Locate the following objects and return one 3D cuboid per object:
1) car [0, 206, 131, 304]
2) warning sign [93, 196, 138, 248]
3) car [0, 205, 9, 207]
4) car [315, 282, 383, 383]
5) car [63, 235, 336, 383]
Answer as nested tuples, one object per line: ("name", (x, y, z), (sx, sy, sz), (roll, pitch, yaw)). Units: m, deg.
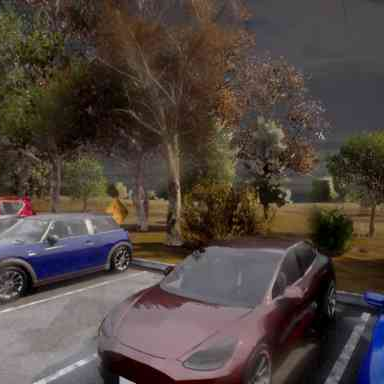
("car", (-3.681, 1.355, 8.425), (2.185, 1.767, 4.553), (0, 0, 35))
("warning sign", (-2.985, 1.116, 13.003), (1.060, 1.860, 1.300), (-1, 0, 35))
("car", (-10.499, 1.478, 13.256), (2.097, 1.535, 5.008), (0, 0, 36))
("car", (3.106, 1.479, 3.552), (2.097, 1.535, 5.008), (0, 0, 35))
("car", (0.817, 1.510, 5.141), (2.163, 1.488, 4.792), (0, 0, 36))
